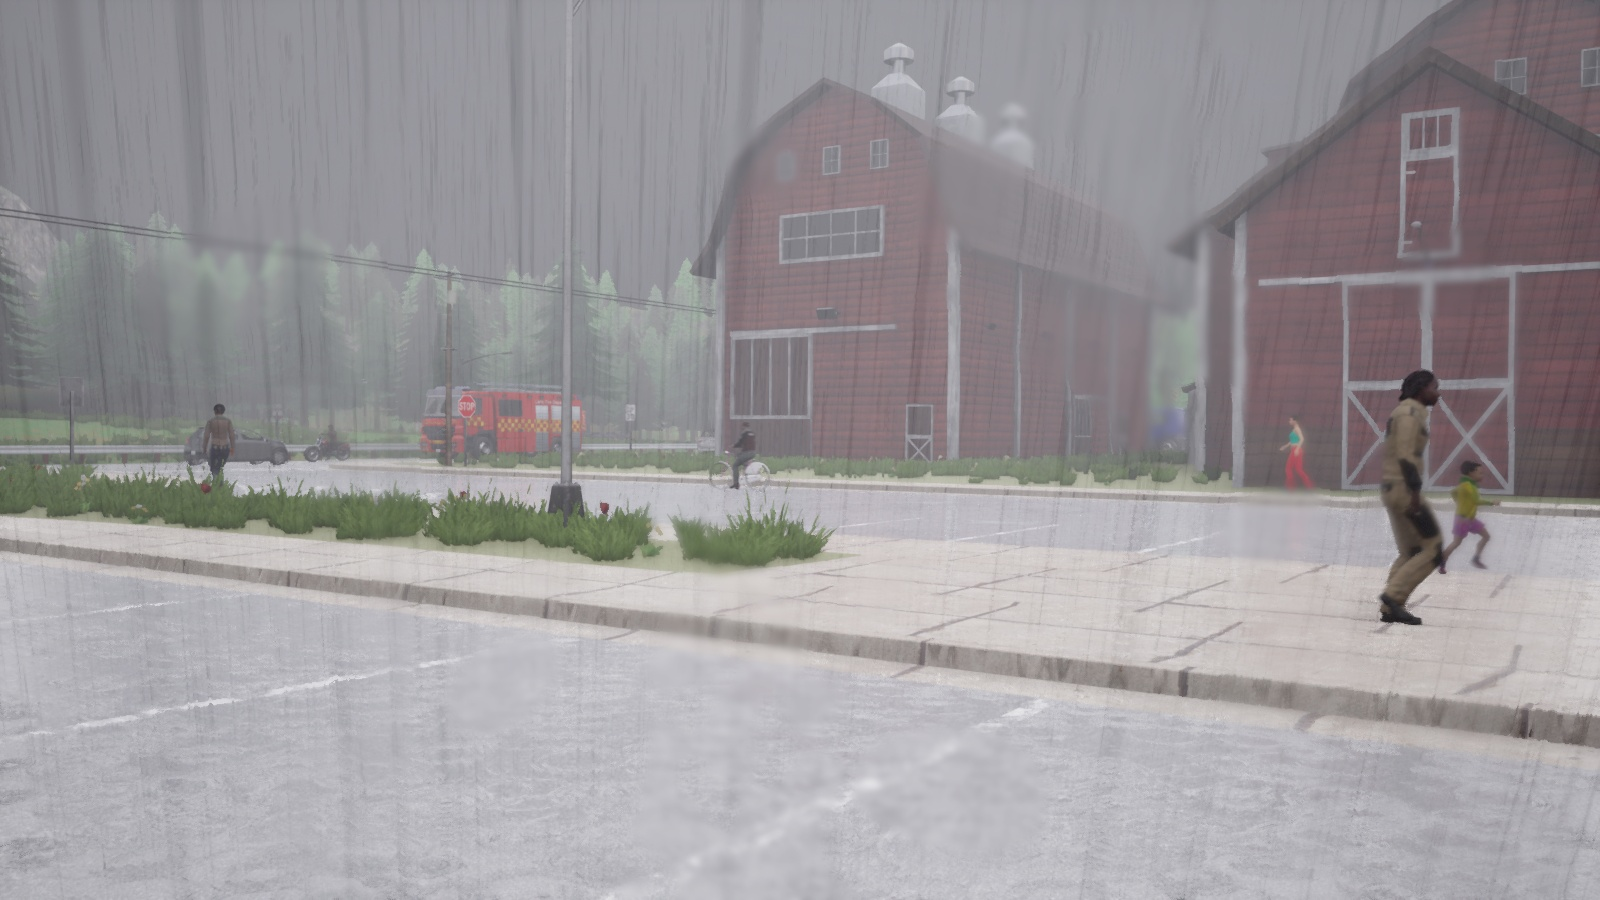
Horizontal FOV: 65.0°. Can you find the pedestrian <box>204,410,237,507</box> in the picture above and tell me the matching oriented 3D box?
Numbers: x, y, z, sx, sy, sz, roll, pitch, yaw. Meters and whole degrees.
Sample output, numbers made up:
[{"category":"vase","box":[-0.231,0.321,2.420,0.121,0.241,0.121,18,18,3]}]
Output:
[{"category":"pedestrian","box":[-11.027,0.158,23.877,0.328,1.805,0.869,-1,1,-40]}]

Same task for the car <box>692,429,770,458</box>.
[{"category":"car","box":[-3.994,-0.398,73.595,2.242,1.667,4.611,0,1,34]}]

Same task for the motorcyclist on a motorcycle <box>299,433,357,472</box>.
[{"category":"motorcyclist on a motorcycle","box":[-20.684,0.112,55.102,0.766,1.649,2.350,0,1,34]}]

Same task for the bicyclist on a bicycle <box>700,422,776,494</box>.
[{"category":"bicyclist on a bicycle","box":[-1.565,0.186,31.377,1.843,1.776,0.659,0,1,33]}]

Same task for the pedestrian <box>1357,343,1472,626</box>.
[{"category":"pedestrian","box":[4.336,0.235,8.890,0.692,1.930,0.396,0,1,21]}]

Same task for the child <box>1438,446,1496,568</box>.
[{"category":"child","box":[6.468,0.542,12.174,0.473,1.160,0.299,0,1,34]}]

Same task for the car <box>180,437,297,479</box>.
[{"category":"car","box":[-21.346,0.280,47.861,1.845,1.501,3.633,0,1,34]}]

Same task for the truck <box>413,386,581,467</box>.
[{"category":"truck","box":[-15.096,-1.167,63.388,2.891,3.827,8.468,0,1,34]}]

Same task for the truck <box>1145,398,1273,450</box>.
[{"category":"truck","box":[28.263,-1.727,86.977,7.936,3.462,2.891,0,1,33]}]

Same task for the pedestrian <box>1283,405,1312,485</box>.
[{"category":"pedestrian","box":[11.516,-0.117,29.074,0.594,1.836,0.345,0,1,28]}]
